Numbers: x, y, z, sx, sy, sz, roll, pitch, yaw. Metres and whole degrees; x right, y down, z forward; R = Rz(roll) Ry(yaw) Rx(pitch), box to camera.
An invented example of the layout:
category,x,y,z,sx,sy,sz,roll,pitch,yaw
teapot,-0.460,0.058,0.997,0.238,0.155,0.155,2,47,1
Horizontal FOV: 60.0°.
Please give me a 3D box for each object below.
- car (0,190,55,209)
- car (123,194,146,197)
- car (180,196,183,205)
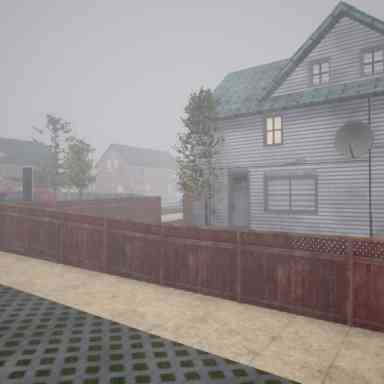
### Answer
category,x,y,z,sx,sy,sz,roll,pitch,yaw
car,-11.612,0.939,21.258,2.150,2.045,5.566,-1,1,37
car,-5.390,0.952,29.846,2.128,1.511,4.902,-1,1,36
car,0.558,0.569,38.117,2.097,1.767,4.553,-1,1,36
